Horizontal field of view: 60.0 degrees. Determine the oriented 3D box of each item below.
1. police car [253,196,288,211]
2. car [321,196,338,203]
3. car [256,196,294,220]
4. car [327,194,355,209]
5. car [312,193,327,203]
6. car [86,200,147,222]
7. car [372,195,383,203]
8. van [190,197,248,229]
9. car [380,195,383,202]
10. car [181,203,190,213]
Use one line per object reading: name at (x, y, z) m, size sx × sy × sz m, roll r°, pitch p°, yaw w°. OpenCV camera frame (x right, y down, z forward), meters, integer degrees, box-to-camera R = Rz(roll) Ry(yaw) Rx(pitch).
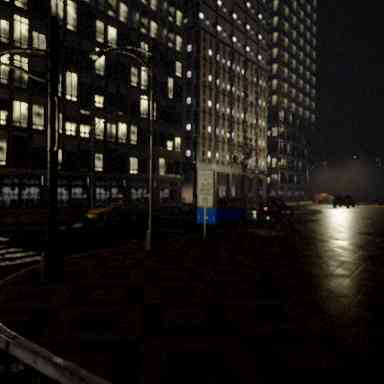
police car at (9.311, 1.279, 39.161) m, size 1.930 × 1.638 × 5.238 m, roll 1°, pitch 1°, yaw 38°
car at (27.878, 1.429, 67.422) m, size 2.008 × 1.369 × 4.403 m, roll 1°, pitch 0°, yaw 38°
car at (6.924, 1.351, 27.369) m, size 1.967 × 1.590 × 4.097 m, roll 1°, pitch 0°, yaw 38°
car at (20.521, 1.257, 44.988) m, size 2.192 × 1.841 × 5.009 m, roll 1°, pitch 0°, yaw 38°
car at (24.481, 1.183, 63.017) m, size 2.192 × 1.841 × 5.009 m, roll 1°, pitch 0°, yaw 38°
car at (-5.432, 1.318, 24.469) m, size 1.752 × 1.417 × 4.829 m, roll 1°, pitch 0°, yaw 38°
car at (37.514, 1.560, 67.012) m, size 1.947 × 1.339 × 4.313 m, roll 1°, pitch 0°, yaw 38°
van at (1.954, 1.244, 20.746) m, size 1.690 × 1.788 × 3.998 m, roll 1°, pitch 0°, yaw 38°
car at (44.313, 1.457, 75.821) m, size 1.967 × 1.590 × 4.097 m, roll 1°, pitch 0°, yaw 38°
car at (0.685, 1.388, 32.185) m, size 1.802 × 1.307 × 4.206 m, roll 1°, pitch 0°, yaw 38°
